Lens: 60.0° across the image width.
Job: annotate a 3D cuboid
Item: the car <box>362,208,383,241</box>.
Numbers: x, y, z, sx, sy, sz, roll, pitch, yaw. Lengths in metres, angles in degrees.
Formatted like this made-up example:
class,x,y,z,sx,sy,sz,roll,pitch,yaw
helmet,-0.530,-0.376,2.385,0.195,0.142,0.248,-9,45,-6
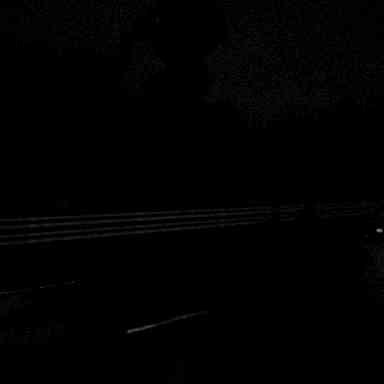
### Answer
class,x,y,z,sx,sy,sz,roll,pitch,yaw
car,9.408,1.341,14.433,5.008,1.535,1.882,-1,0,-34
